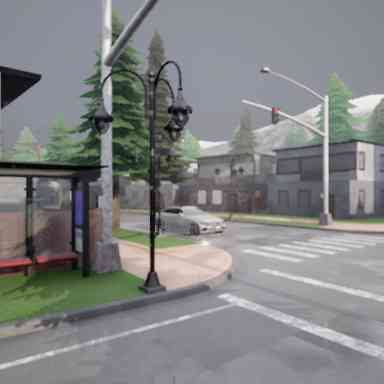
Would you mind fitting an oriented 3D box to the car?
[{"bbox_3d":[-0.235,1.492,18.196,1.812,1.442,4.674,0,0,-41],"label":"car"}]
